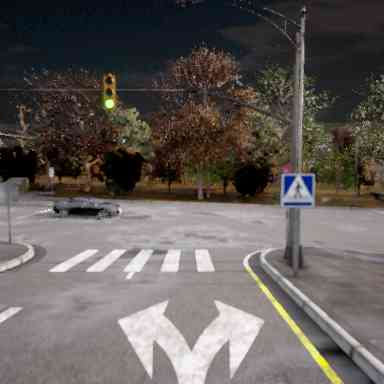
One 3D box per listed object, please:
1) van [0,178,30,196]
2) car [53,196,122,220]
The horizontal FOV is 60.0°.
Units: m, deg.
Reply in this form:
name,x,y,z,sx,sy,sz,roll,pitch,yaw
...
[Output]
name,x,y,z,sx,sy,sz,roll,pitch,yaw
van,-20.362,-0.657,38.849,1.878,1.987,4.442,1,4,-14
car,-7.606,1.102,24.304,4.902,1.511,2.128,2,4,5
